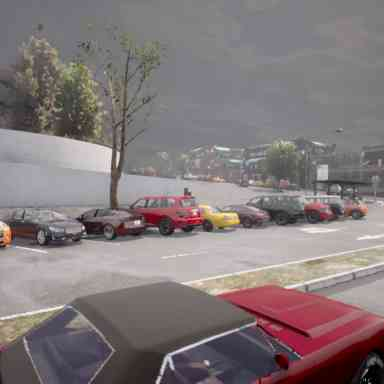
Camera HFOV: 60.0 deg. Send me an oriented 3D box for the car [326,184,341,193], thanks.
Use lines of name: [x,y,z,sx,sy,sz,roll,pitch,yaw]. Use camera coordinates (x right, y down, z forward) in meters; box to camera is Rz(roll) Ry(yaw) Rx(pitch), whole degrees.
car: [25.949,-0.426,60.078,2.435,2.045,5.566,7,3,35]

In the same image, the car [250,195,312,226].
car: [5.295,1.263,23.984,5.566,2.045,2.435,-1,-1,35]

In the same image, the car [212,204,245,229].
car: [0.261,1.504,20.598,5.366,1.575,1.946,-1,-1,35]

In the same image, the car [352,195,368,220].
car: [12.755,1.404,29.110,4.553,1.767,2.185,-1,-1,35]

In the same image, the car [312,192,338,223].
car: [7.808,1.268,25.689,5.566,2.045,2.435,-1,-1,35]

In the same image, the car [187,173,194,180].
car: [1.615,-4.085,94.512,2.185,1.767,4.553,4,1,33]

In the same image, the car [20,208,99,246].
car: [-6.922,1.495,15.278,4.892,1.521,2.231,-1,-1,35]

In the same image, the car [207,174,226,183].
car: [6.992,-3.176,87.318,1.946,1.575,5.366,7,3,34]

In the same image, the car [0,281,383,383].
car: [0.003,1.602,3.135,4.718,1.301,1.895,0,0,-35]

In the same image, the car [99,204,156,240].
car: [-4.503,1.525,17.024,4.792,1.488,2.163,-1,-1,35]

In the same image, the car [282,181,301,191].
car: [20.737,-0.992,67.463,2.231,1.521,4.892,7,3,35]

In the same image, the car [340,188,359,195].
car: [27.640,0.137,57.606,2.002,1.452,4.674,7,3,35]

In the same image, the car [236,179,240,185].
car: [12.098,-2.317,79.808,2.002,1.452,4.674,7,3,35]

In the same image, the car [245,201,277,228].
car: [2.867,1.549,22.226,4.674,1.452,2.002,-1,-1,35]

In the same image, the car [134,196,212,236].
car: [-2.058,1.249,18.770,5.566,2.045,2.435,-1,-1,35]

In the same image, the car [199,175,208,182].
car: [5.140,-3.698,89.577,2.435,2.045,5.566,7,3,34]

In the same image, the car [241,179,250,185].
car: [13.841,-2.043,77.347,2.002,1.452,4.674,7,4,35]

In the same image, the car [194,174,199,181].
car: [3.346,-3.850,92.043,2.185,1.767,4.553,6,3,34]

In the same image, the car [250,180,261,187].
car: [15.673,-1.812,75.027,1.946,1.575,5.366,7,3,35]

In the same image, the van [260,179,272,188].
van: [17.248,-1.764,72.296,1.878,1.987,4.442,7,4,35]

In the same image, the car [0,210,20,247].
car: [-9.389,1.367,13.552,4.553,1.767,2.185,-1,-1,34]

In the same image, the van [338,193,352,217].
van: [10.346,1.298,27.360,4.442,1.987,1.878,-1,-1,35]

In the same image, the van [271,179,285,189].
van: [18.977,-1.491,69.825,1.878,1.987,4.442,7,4,35]
